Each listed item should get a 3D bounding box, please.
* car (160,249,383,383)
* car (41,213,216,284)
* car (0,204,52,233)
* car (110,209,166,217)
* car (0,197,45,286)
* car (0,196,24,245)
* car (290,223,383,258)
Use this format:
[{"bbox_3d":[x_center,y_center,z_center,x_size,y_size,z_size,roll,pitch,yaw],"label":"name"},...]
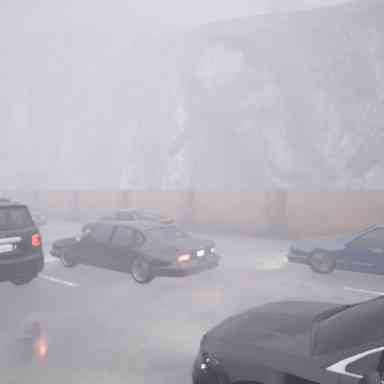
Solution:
[{"bbox_3d":[2.261,1.504,2.436,4.892,1.490,1.837,0,0,35],"label":"car"},{"bbox_3d":[-1.838,1.548,9.582,5.357,1.411,2.033,0,0,35],"label":"car"},{"bbox_3d":[-11.089,1.549,20.452,5.357,1.411,2.033,0,0,35],"label":"car"},{"bbox_3d":[-2.864,1.505,14.608,4.892,1.490,1.837,0,0,35],"label":"car"},{"bbox_3d":[-5.941,1.223,8.207,5.566,2.045,2.150,0,0,35],"label":"car"},{"bbox_3d":[-10.434,1.223,15.684,5.566,2.045,2.150,0,0,36],"label":"car"},{"bbox_3d":[5.369,1.547,8.767,5.357,1.411,2.033,0,0,35],"label":"car"}]
